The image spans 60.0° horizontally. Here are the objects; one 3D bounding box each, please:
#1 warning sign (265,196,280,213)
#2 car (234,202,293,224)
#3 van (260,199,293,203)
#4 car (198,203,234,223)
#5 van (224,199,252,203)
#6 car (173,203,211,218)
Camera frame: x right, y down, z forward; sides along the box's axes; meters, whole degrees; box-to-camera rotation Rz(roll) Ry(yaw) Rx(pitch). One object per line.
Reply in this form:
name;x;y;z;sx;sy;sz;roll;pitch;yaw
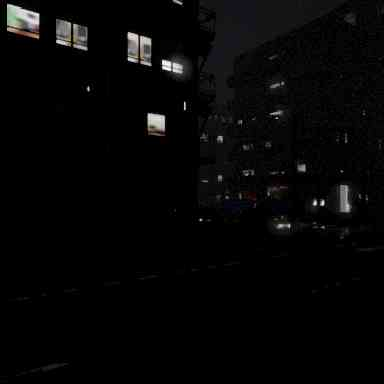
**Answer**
warning sign;8.967;1.400;36.953;1.300;1.860;1.060;1;0;-36
car;5.844;1.802;27.391;1.994;1.385;4.181;0;-1;-36
van;8.479;1.603;33.564;1.690;1.788;3.998;-1;0;-36
car;1.744;1.874;28.641;1.802;1.307;4.206;-1;0;-36
van;5.160;1.676;38.077;1.690;1.788;3.998;-1;0;-36
car;-0.052;1.933;35.413;1.994;1.385;4.181;0;-1;-37
